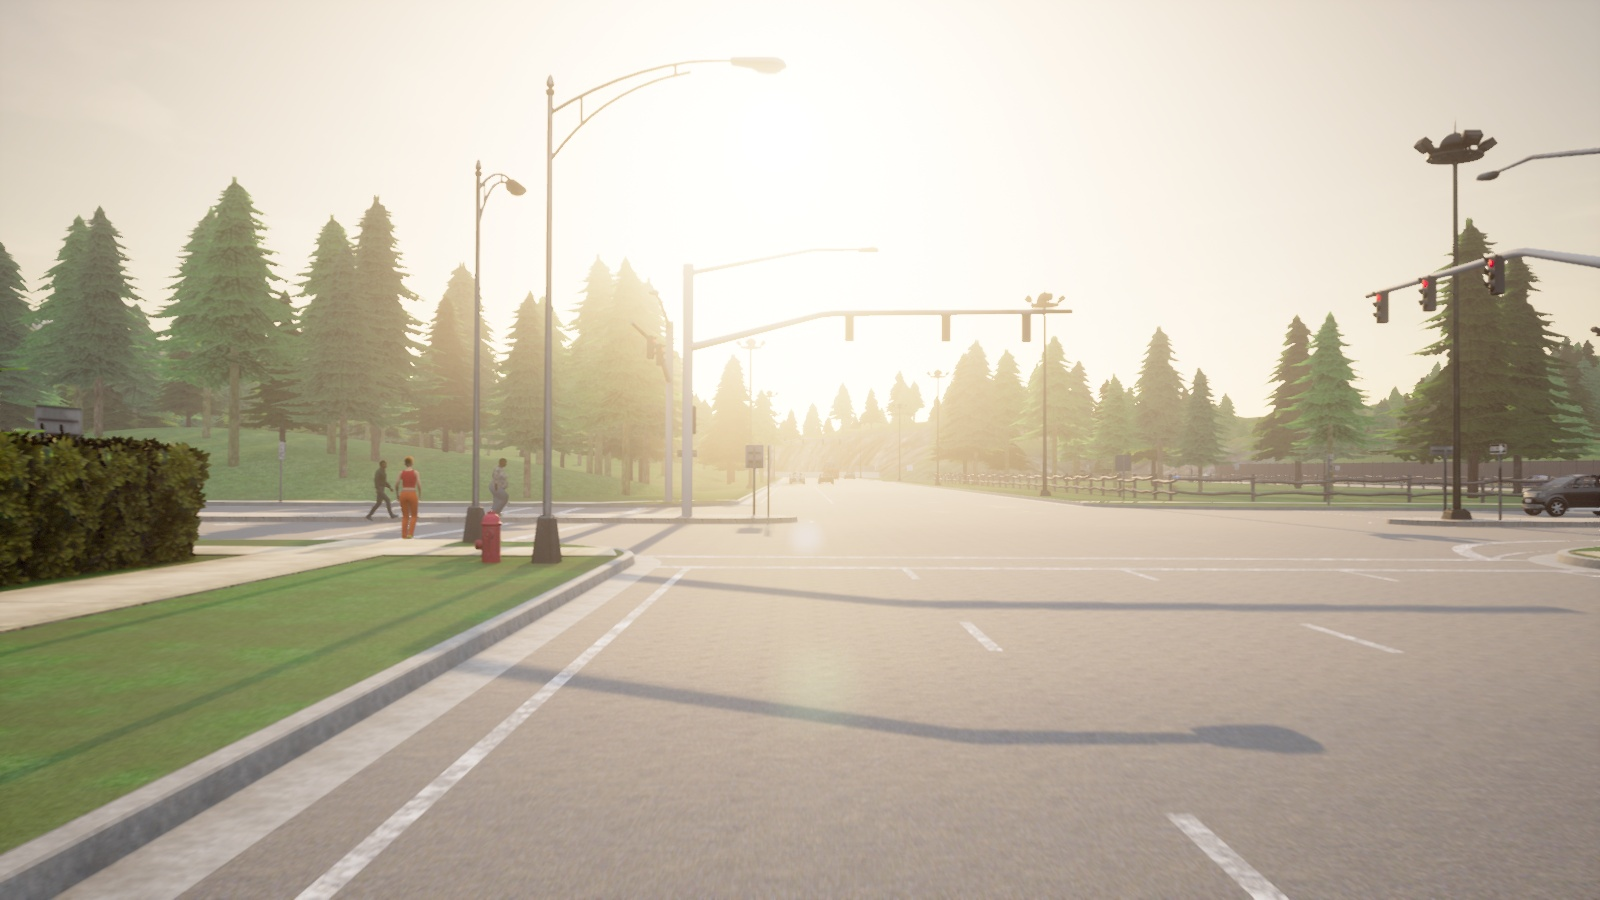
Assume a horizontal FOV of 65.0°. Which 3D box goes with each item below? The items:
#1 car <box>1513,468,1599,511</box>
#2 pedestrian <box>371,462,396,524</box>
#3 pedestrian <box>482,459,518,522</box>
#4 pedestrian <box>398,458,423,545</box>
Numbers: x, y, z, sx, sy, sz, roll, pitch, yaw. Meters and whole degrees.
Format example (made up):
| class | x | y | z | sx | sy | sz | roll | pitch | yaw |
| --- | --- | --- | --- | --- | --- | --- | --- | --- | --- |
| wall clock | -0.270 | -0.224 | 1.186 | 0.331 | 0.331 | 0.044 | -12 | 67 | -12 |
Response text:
| class | x | y | z | sx | sy | sz | roll | pitch | yaw |
| --- | --- | --- | --- | --- | --- | --- | --- | --- | --- |
| car | 28.730 | 1.457 | 46.402 | 3.705 | 1.549 | 1.789 | 0 | -1 | 0 |
| pedestrian | -12.378 | 1.278 | 37.330 | 0.614 | 1.847 | 0.353 | 0 | -1 | 3 |
| pedestrian | -8.965 | 1.217 | 37.587 | 0.900 | 1.855 | 0.874 | 0 | -1 | -2 |
| pedestrian | -8.283 | 1.085 | 26.696 | 0.345 | 1.836 | 0.594 | 0 | -1 | -1 |
